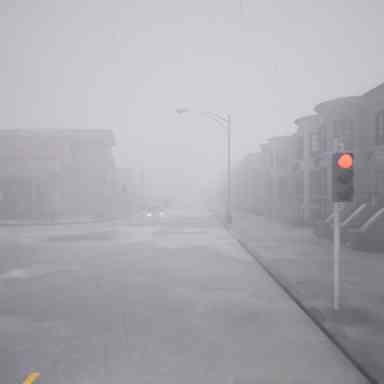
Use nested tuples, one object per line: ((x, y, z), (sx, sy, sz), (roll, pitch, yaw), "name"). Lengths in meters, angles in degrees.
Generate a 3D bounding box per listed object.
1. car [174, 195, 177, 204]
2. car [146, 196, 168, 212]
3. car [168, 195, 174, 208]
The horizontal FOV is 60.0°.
((-4.102, 1.351, 64.515), (2.097, 1.767, 4.553), (0, 0, 0), "car")
((-4.159, 1.526, 39.455), (1.812, 1.442, 4.674), (0, 0, -1), "car")
((-4.161, 1.503, 49.665), (1.837, 1.490, 4.892), (0, 1, 0), "car")
